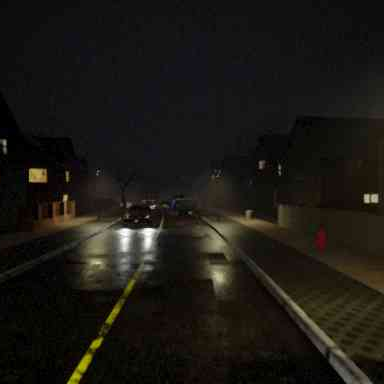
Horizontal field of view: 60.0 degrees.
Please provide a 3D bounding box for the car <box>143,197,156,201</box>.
[{"bbox_3d":[-8.363,1.706,64.326,2.097,1.767,4.553,0,-1,-9],"label":"car"}]

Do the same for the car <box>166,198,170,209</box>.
[{"bbox_3d":[-1.938,1.382,45.260,2.150,2.045,5.566,0,0,-7],"label":"car"}]

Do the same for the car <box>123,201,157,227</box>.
[{"bbox_3d":[-3.656,1.566,23.286,1.812,1.442,4.674,0,0,-4],"label":"car"}]

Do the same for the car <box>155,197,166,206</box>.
[{"bbox_3d":[-5.344,1.919,63.209,1.895,1.301,4.718,0,-1,-10],"label":"car"}]

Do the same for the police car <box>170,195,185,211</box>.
[{"bbox_3d":[-1.273,1.539,39.337,1.930,1.638,5.238,0,0,-6],"label":"police car"}]

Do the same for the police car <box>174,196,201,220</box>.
[{"bbox_3d":[-0.358,1.480,29.314,1.930,1.638,5.238,0,0,-4],"label":"police car"}]

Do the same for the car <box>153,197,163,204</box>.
[{"bbox_3d":[-7.950,1.951,77.234,1.994,1.385,4.181,0,-1,-12],"label":"car"}]
